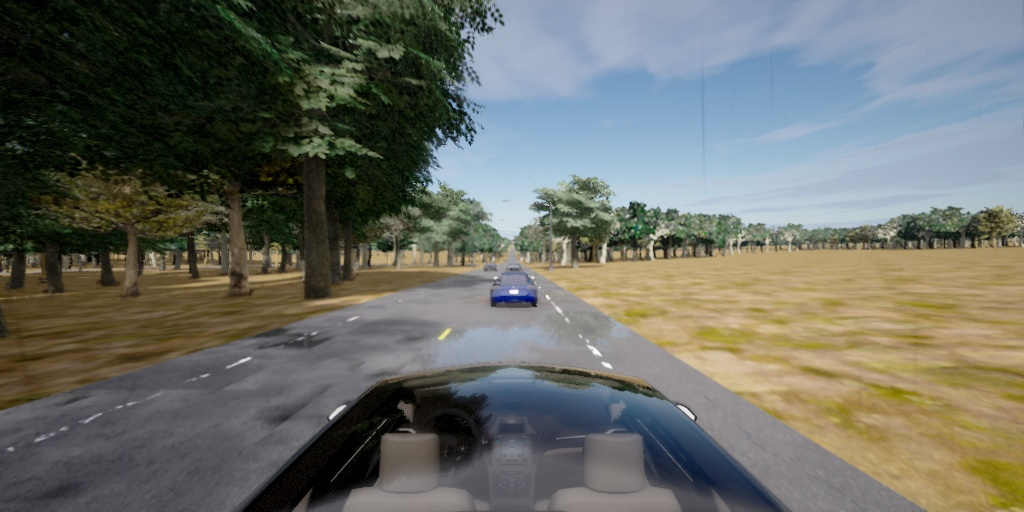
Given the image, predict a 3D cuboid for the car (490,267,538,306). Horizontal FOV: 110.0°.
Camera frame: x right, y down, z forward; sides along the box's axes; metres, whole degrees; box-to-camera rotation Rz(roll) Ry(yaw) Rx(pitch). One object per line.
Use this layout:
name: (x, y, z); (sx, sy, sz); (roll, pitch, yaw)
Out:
car: (0.094, 1.379, 16.073); (1.994, 1.385, 4.181); (0, 0, 1)

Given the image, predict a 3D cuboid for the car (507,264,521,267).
car: (0.200, 1.475, 36.179); (1.812, 1.442, 4.674); (0, 0, 0)

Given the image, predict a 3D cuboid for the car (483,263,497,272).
car: (-3.308, 1.706, 55.316); (1.994, 1.385, 4.181); (0, -1, 0)
